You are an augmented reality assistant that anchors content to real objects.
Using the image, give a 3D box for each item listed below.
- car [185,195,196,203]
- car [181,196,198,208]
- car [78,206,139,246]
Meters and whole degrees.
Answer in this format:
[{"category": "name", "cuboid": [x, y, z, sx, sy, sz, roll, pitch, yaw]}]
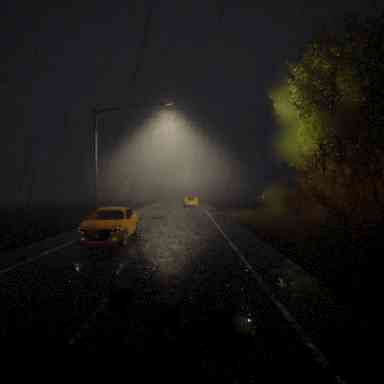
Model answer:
[{"category": "car", "cuboid": [-0.253, 1.375, 64.366, 1.994, 1.385, 4.181, 0, 0, 0]}, {"category": "car", "cuboid": [-0.147, 1.342, 45.961, 1.882, 1.535, 5.008, 0, 0, 0]}, {"category": "car", "cuboid": [-3.678, 1.436, 15.310, 1.882, 1.535, 5.008, 0, 0, 0]}]
